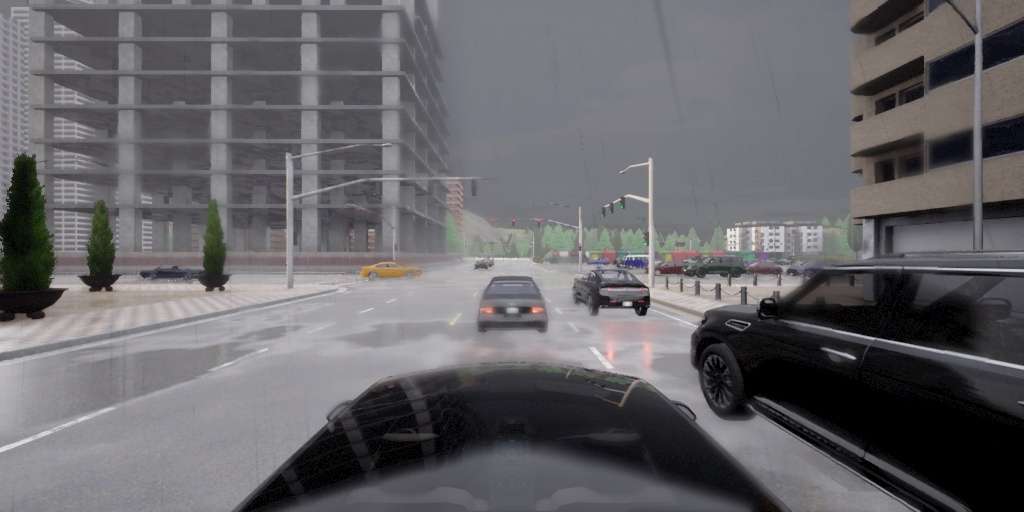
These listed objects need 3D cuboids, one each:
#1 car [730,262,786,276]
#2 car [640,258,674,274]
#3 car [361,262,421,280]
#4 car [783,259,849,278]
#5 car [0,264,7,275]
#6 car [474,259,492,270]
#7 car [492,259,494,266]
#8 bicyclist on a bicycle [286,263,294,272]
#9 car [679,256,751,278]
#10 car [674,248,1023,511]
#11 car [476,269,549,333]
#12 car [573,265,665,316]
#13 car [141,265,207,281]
[{"bbox_3d":[25.799,1.332,37.665,4.674,1.442,1.812,0,0,0],"label":"car"},{"bbox_3d":[16.492,1.283,37.594,5.008,1.535,1.882,0,0,0],"label":"car"},{"bbox_3d":[-10.597,1.266,31.535,5.008,1.535,1.882,-1,0,-15],"label":"car"},{"bbox_3d":[28.893,1.158,34.199,4.553,1.767,2.097,0,0,0],"label":"car"},{"bbox_3d":[-50.854,1.283,33.460,5.008,1.535,1.882,0,0,0],"label":"car"},{"bbox_3d":[-4.457,1.351,52.911,1.895,1.301,4.718,0,0,-1],"label":"car"},{"bbox_3d":[-4.561,1.228,63.078,1.882,1.535,5.008,0,0,0],"label":"car"},{"bbox_3d":[-25.993,1.106,42.007,0.582,1.620,1.656,0,0,0],"label":"bicyclist on a bicycle"},{"bbox_3d":[19.211,1.027,34.118,5.566,2.045,2.150,0,0,0],"label":"car"},{"bbox_3d":[3.598,0.971,2.703,2.150,2.045,5.566,0,0,0],"label":"car"},{"bbox_3d":[0.015,1.297,10.741,2.033,1.411,5.357,0,0,0],"label":"car"},{"bbox_3d":[3.489,1.242,13.325,2.128,1.511,4.902,0,0,-1],"label":"car"},{"bbox_3d":[-27.846,1.406,30.007,4.718,1.301,1.895,0,0,0],"label":"car"}]
